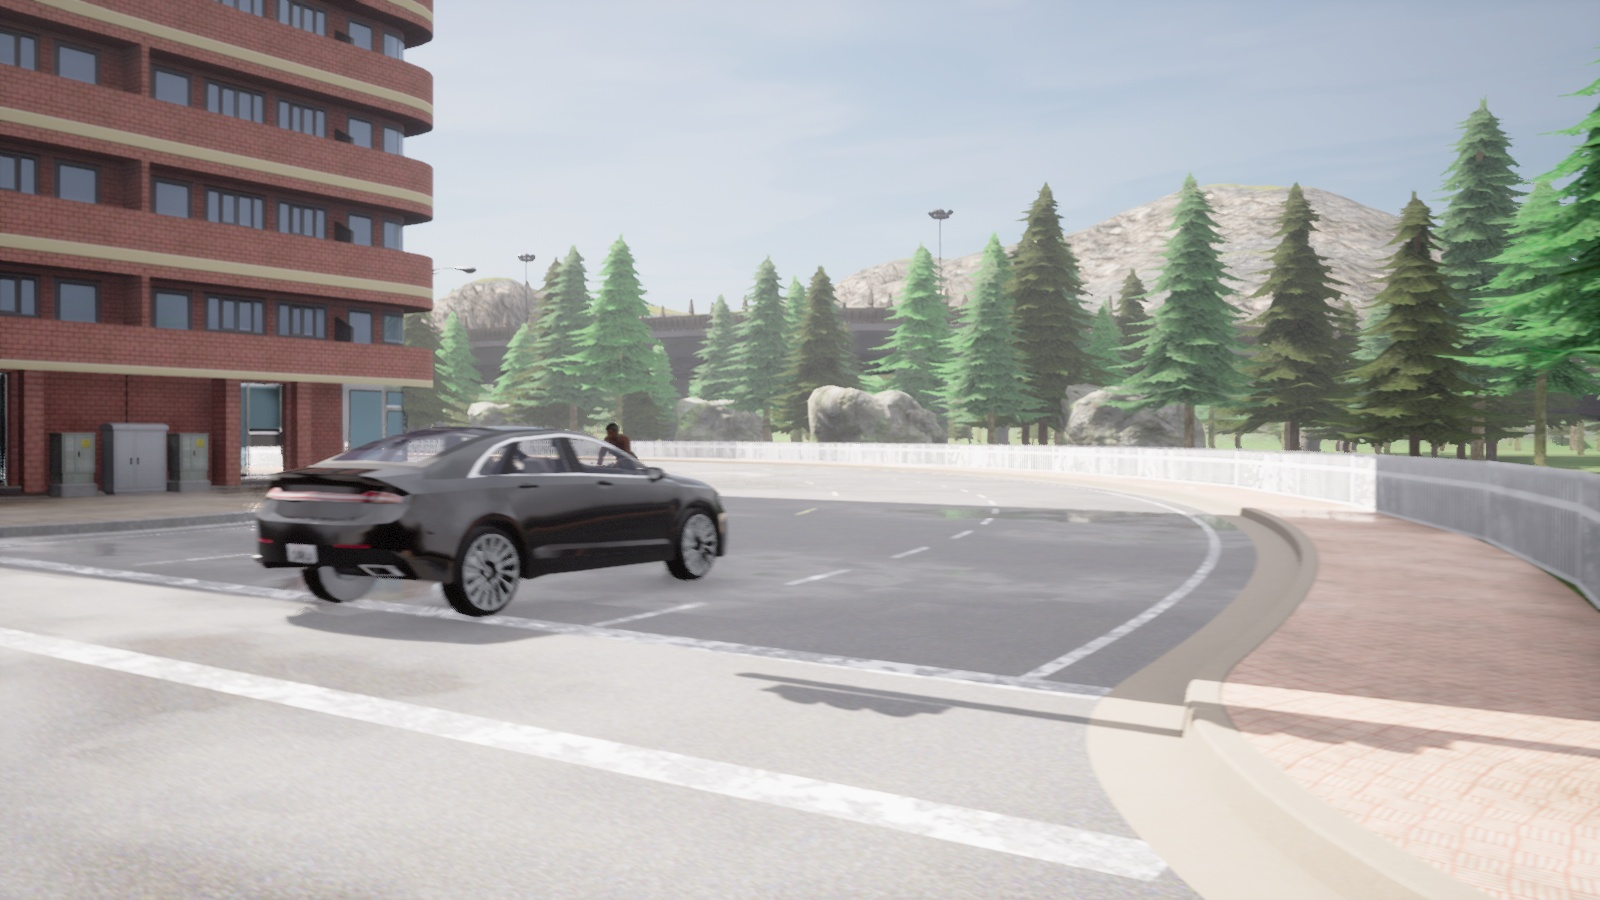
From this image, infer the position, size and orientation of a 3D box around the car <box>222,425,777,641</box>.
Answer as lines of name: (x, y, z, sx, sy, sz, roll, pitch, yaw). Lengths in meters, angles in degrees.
car: (-2.384, 0.550, 11.444, 2.128, 1.511, 4.902, 0, 1, 29)
